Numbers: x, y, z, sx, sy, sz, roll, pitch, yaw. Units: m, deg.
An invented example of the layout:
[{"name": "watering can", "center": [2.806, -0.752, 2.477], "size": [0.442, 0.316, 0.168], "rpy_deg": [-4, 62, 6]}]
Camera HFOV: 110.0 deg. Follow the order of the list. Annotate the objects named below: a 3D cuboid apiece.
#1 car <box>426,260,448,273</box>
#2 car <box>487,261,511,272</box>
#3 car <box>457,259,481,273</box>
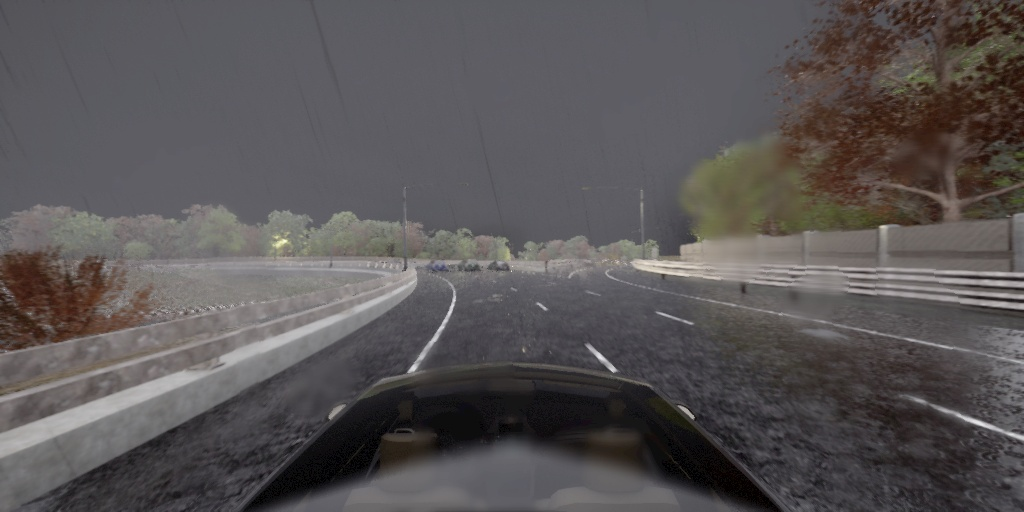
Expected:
[{"name": "car", "center": [-9.963, 1.276, 47.319], "size": [2.097, 1.767, 4.553], "rpy_deg": [-1, 0, -24]}, {"name": "car", "center": [-1.697, 1.293, 45.875], "size": [1.812, 1.442, 4.674], "rpy_deg": [-1, 0, -22]}, {"name": "car", "center": [-5.657, 1.195, 46.242], "size": [2.097, 1.767, 4.553], "rpy_deg": [-1, 0, -23]}]
